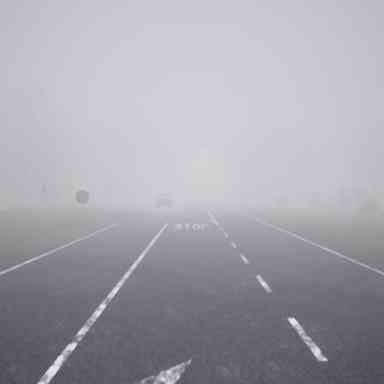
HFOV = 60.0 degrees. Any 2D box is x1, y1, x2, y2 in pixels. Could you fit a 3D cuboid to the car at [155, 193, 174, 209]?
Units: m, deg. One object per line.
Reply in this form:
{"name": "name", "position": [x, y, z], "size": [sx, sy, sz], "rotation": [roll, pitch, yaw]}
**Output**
{"name": "car", "position": [-3.503, 1.093, 43.216], "size": [2.150, 2.045, 5.566], "rotation": [1, -1, 0]}
